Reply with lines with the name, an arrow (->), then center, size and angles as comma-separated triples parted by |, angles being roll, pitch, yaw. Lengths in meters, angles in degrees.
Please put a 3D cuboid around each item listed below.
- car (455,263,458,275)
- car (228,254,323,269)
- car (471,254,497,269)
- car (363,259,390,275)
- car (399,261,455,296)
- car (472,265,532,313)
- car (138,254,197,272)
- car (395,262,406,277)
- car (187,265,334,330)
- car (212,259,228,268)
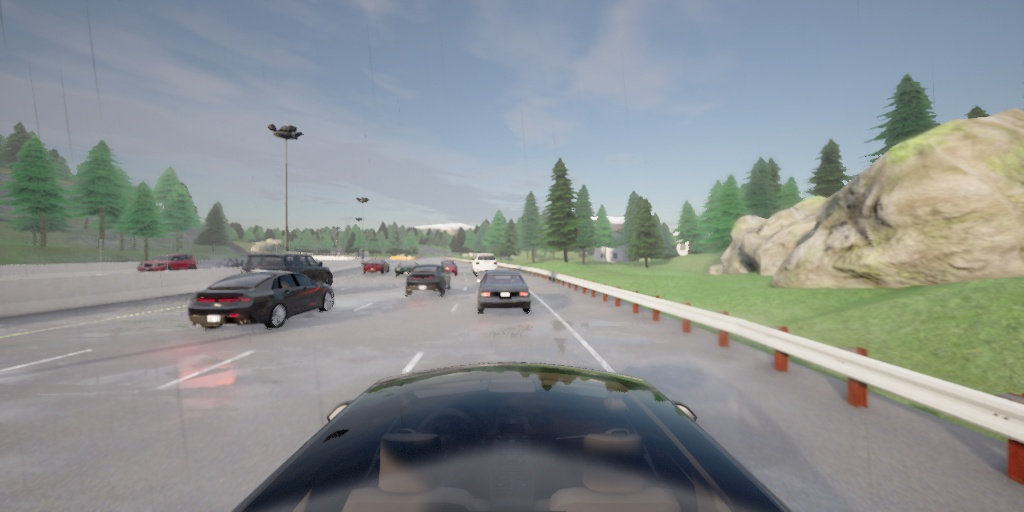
car -> -6.437, 1.146, 35.644 | 1.994, 1.385, 4.181 | 0, 0, -9
car -> -11.229, 0.897, 18.248 | 2.150, 2.045, 5.566 | 0, 0, -5
car -> -2.670, 0.806, 34.423 | 2.150, 2.045, 5.566 | 0, 0, -9
car -> -13.674, 1.063, 36.424 | 1.882, 1.535, 5.008 | 0, 0, -10
car -> -4.275, 1.172, 18.795 | 1.837, 1.490, 4.892 | 0, 0, -5
car -> -0.365, 1.236, 13.720 | 2.033, 1.411, 5.357 | 0, 0, -3
car -> -35.268, 0.822, 36.933 | 2.150, 2.045, 5.566 | 0, 1, -10
car -> -9.600, 1.197, 33.439 | 1.895, 1.301, 4.718 | 0, 0, -9
car -> -7.253, 1.216, 10.998 | 1.837, 1.490, 4.892 | 0, 1, -3
car -> -32.833, 1.066, 41.878 | 2.128, 1.511, 4.902 | 0, 1, -12
